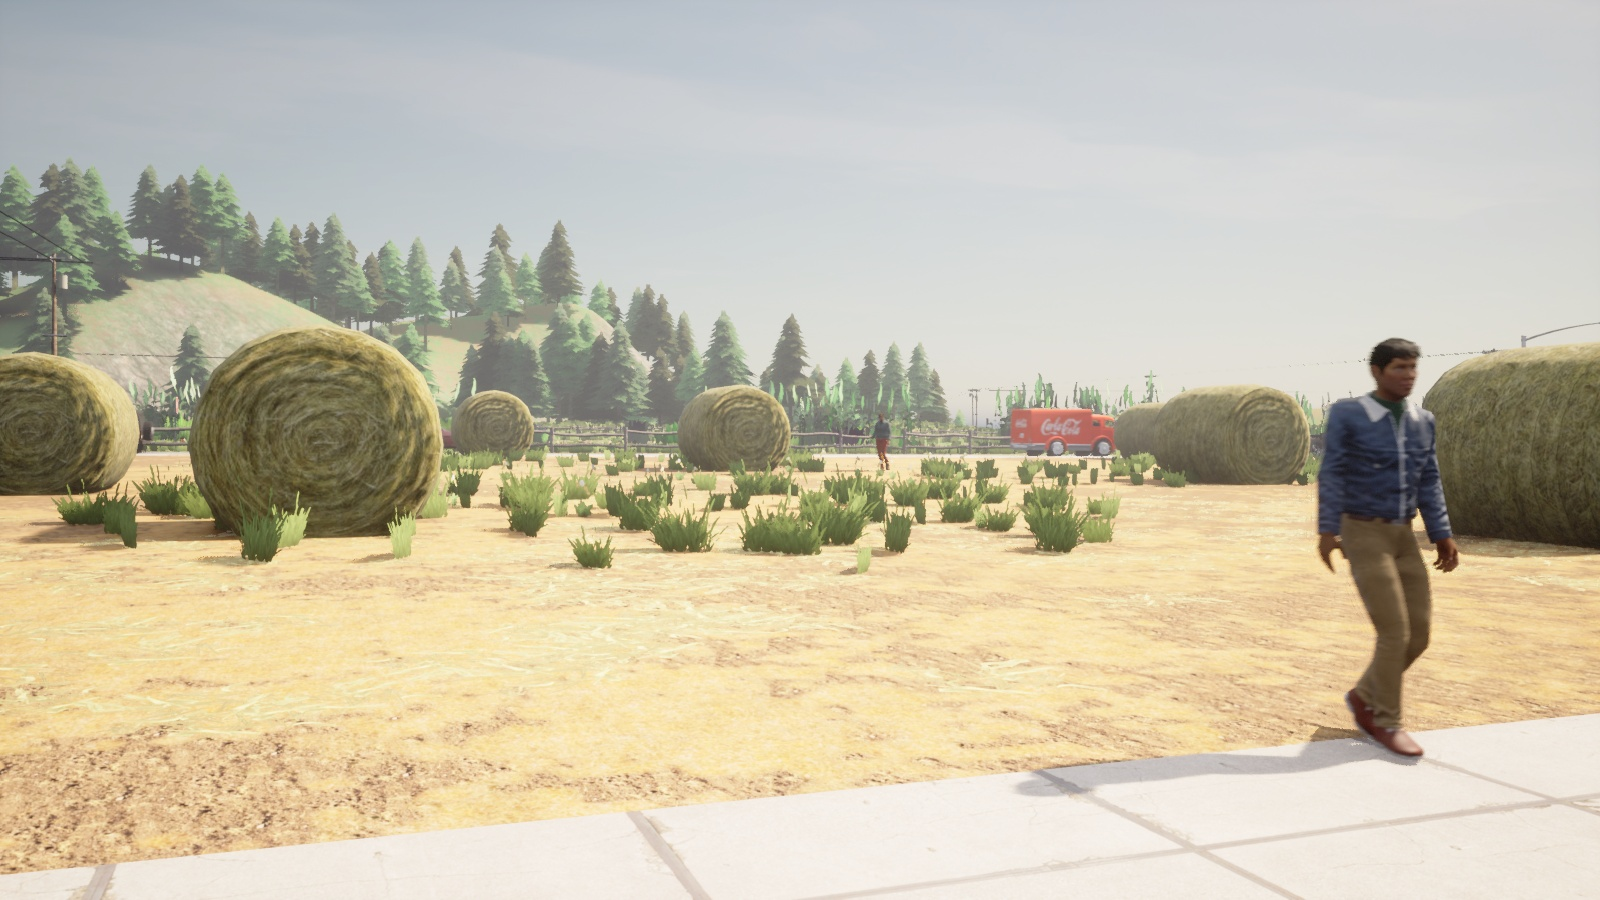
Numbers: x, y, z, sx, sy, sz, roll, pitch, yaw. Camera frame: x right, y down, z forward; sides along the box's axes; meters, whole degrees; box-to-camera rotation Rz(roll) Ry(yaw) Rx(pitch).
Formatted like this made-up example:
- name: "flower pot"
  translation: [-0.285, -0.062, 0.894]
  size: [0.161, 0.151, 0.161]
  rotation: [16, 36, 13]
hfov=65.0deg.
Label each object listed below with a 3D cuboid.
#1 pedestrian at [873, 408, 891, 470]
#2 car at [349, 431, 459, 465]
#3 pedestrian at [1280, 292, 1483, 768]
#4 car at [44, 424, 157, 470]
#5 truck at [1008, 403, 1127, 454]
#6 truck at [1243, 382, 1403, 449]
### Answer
- name: "pedestrian"
  translation: [2.480, -0.333, 37.933]
  size: [0.353, 1.847, 0.614]
  rotation: [0, 1, 24]
- name: "car"
  translation: [-18.013, -0.125, 57.229]
  size: [4.674, 1.442, 1.812]
  rotation: [-1, 1, -17]
- name: "pedestrian"
  translation: [2.550, 0.322, 5.562]
  size: [0.423, 1.949, 0.788]
  rotation: [-1, 1, -12]
- name: "car"
  translation: [-29.805, -0.151, 53.625]
  size: [3.866, 1.878, 1.905]
  rotation: [-1, 1, -17]
- name: "truck"
  translation: [13.445, -1.107, 63.166]
  size: [5.204, 2.467, 2.627]
  rotation: [-1, 1, -17]
- name: "truck"
  translation: [28.179, -1.856, 67.656]
  size: [7.936, 3.462, 2.891]
  rotation: [-1, 1, -17]
